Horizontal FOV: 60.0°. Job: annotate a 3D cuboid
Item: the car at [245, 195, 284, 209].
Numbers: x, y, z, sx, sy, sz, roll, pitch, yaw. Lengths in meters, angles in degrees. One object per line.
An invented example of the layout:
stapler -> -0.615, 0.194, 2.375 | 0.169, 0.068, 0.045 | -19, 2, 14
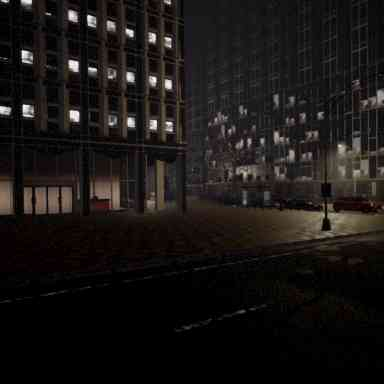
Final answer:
car -> 8.927, 1.386, 40.927 | 1.802, 1.307, 4.206 | -1, 1, -34

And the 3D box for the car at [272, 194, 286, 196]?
car -> 11.295, 1.115, 42.234 | 2.097, 1.767, 4.553 | -1, 1, -34

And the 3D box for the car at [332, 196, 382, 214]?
car -> 16.891, 1.205, 34.084 | 2.097, 1.767, 4.553 | -1, 1, -35

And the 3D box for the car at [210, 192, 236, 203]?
car -> 5.438, 1.174, 50.783 | 1.837, 1.490, 4.892 | -1, 1, -34

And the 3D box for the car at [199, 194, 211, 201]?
car -> 3.058, 1.041, 64.471 | 1.802, 1.307, 4.206 | -1, 1, -34

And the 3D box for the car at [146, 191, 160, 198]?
car -> -9.814, 0.684, 83.209 | 1.967, 1.590, 4.097 | 0, 1, -34

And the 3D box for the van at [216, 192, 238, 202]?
van -> 6.275, 0.853, 59.783 | 1.690, 1.788, 3.998 | -1, 1, -34

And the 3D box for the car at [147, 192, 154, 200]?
car -> -10.286, 1.038, 69.098 | 2.008, 1.369, 4.403 | 0, 1, -34

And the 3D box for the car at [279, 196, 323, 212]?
car -> 12.131, 1.422, 36.230 | 1.947, 1.339, 4.313 | -1, 1, -34

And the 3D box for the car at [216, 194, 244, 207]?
car -> 5.758, 1.318, 45.644 | 1.947, 1.339, 4.313 | -1, 1, -34

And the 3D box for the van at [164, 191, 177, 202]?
van -> -3.850, 0.936, 59.725 | 1.690, 1.788, 3.998 | 0, 1, -34

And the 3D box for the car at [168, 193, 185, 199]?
car -> -3.378, 0.934, 73.841 | 1.802, 1.307, 4.206 | 0, 1, -34
